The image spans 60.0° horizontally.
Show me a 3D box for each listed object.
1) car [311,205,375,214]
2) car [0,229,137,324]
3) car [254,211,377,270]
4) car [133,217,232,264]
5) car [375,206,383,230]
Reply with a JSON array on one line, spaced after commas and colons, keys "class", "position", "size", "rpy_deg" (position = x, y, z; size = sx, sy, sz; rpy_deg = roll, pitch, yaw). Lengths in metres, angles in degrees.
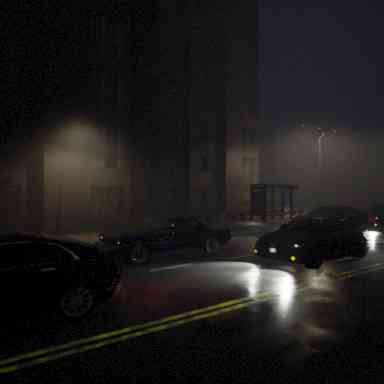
[{"class": "car", "position": [7.471, 1.465, 17.806], "size": [5.008, 1.535, 1.882], "rpy_deg": [0, 0, -35]}, {"class": "car", "position": [-3.635, 1.506, 5.686], "size": [4.892, 1.490, 1.837], "rpy_deg": [0, 0, -35]}, {"class": "car", "position": [4.041, 1.557, 11.126], "size": [4.181, 1.385, 1.994], "rpy_deg": [0, 0, -36]}, {"class": "car", "position": [-0.901, 1.596, 11.914], "size": [4.718, 1.301, 1.895], "rpy_deg": [0, 0, -35]}, {"class": "car", "position": [11.750, 1.549, 20.854], "size": [4.181, 1.385, 1.994], "rpy_deg": [0, 0, -36]}]
